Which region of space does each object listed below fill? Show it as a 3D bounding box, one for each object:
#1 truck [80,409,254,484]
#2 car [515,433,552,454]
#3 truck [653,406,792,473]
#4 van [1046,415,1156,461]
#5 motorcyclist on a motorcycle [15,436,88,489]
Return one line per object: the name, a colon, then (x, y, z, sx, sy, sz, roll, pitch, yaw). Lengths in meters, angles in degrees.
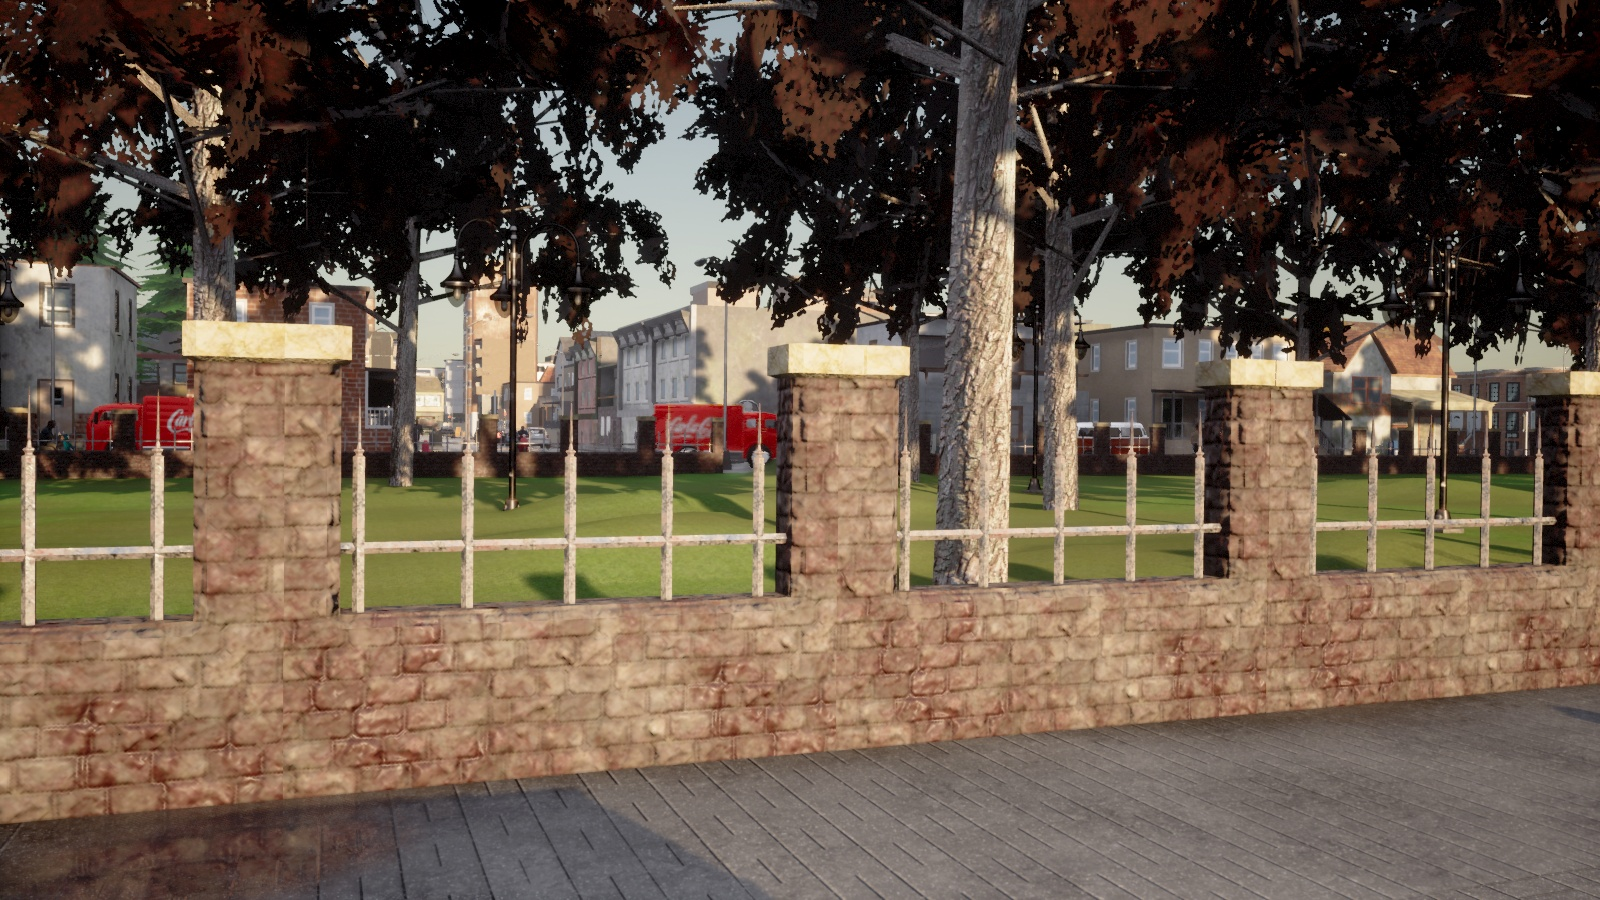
truck: (-21.979, -0.164, 43.884, 5.204, 2.467, 2.627, -1, 1, -22)
car: (-18.827, -0.477, 88.737, 1.970, 1.475, 3.806, -1, 1, -21)
truck: (-3.027, -0.446, 48.407, 5.204, 2.467, 2.627, -1, 1, -6)
van: (13.751, -0.562, 57.438, 4.480, 2.038, 2.069, -1, 1, -21)
motorcyclist on a motorcycle: (-23.256, 0.367, 39.053, 1.817, 1.590, 0.866, -1, 1, -22)
